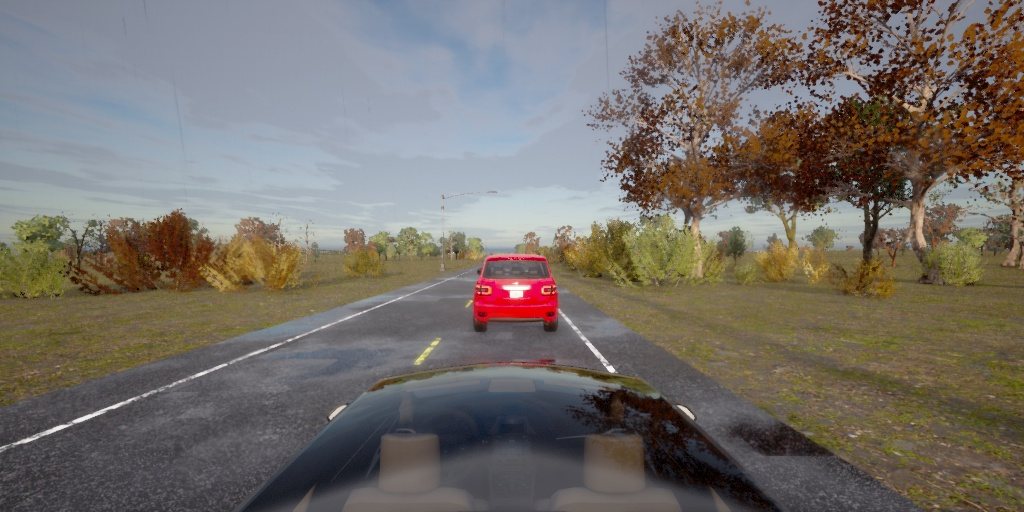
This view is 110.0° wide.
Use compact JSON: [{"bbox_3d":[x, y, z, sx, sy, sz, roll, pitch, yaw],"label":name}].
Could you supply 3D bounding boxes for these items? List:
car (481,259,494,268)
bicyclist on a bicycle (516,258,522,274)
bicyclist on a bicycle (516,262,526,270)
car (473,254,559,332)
[{"bbox_3d":[-3.966,1.209,59.274,1.882,1.535,5.008,0,0,-1],"label":"car"},{"bbox_3d":[0.783,1.106,40.161,0.659,1.776,1.843,0,0,0],"label":"bicyclist on a bicycle"},{"bbox_3d":[0.859,1.109,30.148,0.659,1.776,1.843,0,0,0],"label":"bicyclist on a bicycle"},{"bbox_3d":[0.078,0.968,10.969,2.150,2.045,5.566,0,0,-1],"label":"car"}]
